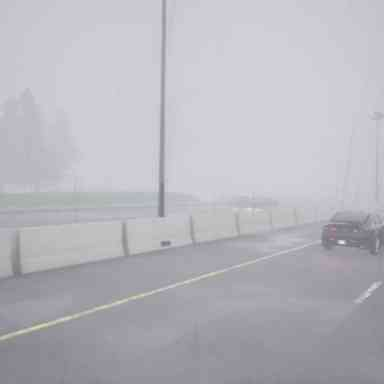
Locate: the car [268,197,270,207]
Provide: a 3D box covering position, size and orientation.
[{"bbox_3d":[9.542,1.355,43.639,2.033,1.411,5.357,1,1,41],"label":"car"}]

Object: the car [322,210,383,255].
[{"bbox_3d":[6.848,1.504,13.522,1.837,1.490,4.892,1,1,41],"label":"car"}]

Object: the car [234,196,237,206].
[{"bbox_3d":[6.544,1.262,45.518,1.837,1.490,4.892,1,0,41],"label":"car"}]
